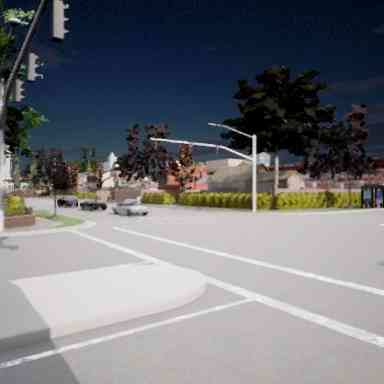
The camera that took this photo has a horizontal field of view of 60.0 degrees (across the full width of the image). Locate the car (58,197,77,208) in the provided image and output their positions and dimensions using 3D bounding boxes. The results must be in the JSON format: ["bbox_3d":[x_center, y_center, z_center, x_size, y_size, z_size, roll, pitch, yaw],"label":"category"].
[{"bbox_3d":[-17.951,1.449,48.321,1.882,1.535,5.008,0,0,-36],"label":"car"}]

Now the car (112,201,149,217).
[{"bbox_3d":[-5.880,1.573,31.660,1.895,1.301,4.718,0,0,-36],"label":"car"}]

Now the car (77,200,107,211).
[{"bbox_3d":[-11.792,1.572,39.811,1.895,1.301,4.718,0,0,-36],"label":"car"}]
